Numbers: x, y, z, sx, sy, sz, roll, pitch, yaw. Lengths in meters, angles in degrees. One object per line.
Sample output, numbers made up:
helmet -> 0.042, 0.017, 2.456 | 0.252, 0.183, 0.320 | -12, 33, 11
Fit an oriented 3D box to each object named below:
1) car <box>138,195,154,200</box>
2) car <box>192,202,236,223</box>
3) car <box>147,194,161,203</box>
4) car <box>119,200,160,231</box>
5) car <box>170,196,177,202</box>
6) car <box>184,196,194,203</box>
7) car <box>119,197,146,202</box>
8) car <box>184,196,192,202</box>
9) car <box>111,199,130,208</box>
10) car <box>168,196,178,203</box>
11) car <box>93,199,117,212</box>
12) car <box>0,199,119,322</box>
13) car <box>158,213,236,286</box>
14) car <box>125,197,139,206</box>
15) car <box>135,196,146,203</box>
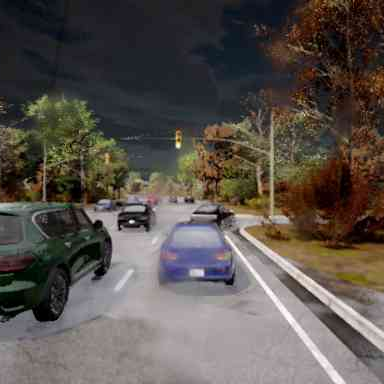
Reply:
car -> -7.165, 1.638, 49.143 | 1.812, 1.442, 4.674 | 0, 0, 0
car -> 1.419, 1.540, 20.843 | 2.128, 1.511, 4.902 | 0, 0, 20
car -> -7.271, 1.356, 59.620 | 2.150, 2.045, 5.566 | 0, 0, 0
car -> -3.398, 1.526, 21.190 | 1.882, 1.535, 5.008 | 0, 0, 0
car -> -4.534, 1.617, 81.233 | 1.812, 1.442, 4.674 | 0, 0, -3
car -> -0.550, 1.640, 71.286 | 1.882, 1.535, 5.008 | 0, 0, -2
car -> -7.079, 1.638, 39.683 | 2.033, 1.411, 5.357 | 0, 0, -1
car -> -1.040, 1.617, 81.432 | 1.812, 1.442, 4.674 | 0, 0, -3
car -> -10.671, 1.715, 50.076 | 1.895, 1.301, 4.718 | 0, 0, 0
car -> -4.049, 1.680, 71.188 | 2.128, 1.511, 4.902 | 0, 0, -2
car -> -10.612, 1.619, 40.968 | 1.812, 1.442, 4.674 | 0, 0, 0
car -> -3.396, 1.236, 7.383 | 2.150, 2.045, 5.566 | 0, 0, 0
car -> 0.102, 1.548, 9.337 | 1.812, 1.442, 4.674 | 0, 0, 0
car -> -10.773, 1.662, 59.909 | 1.812, 1.442, 4.674 | 0, 0, -1
car -> -11.095, 1.625, 72.249 | 1.837, 1.490, 4.892 | 0, 0, -2
